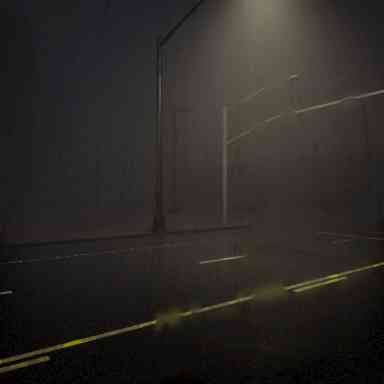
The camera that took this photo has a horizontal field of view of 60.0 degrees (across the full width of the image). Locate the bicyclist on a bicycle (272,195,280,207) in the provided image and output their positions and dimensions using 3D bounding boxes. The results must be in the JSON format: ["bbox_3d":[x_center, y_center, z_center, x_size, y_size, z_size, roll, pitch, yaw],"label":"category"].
[{"bbox_3d":[11.543,1.303,45.535,1.656,1.620,0.582,0,0,-36],"label":"bicyclist on a bicycle"}]

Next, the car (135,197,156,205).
[{"bbox_3d":[-8.559,1.564,61.070,1.994,1.385,4.181,0,0,-35],"label":"car"}]

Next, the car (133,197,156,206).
[{"bbox_3d":[-7.675,1.601,53.579,1.895,1.301,4.718,0,0,-35],"label":"car"}]

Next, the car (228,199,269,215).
[{"bbox_3d":[5.805,1.490,34.667,2.128,1.511,4.902,0,0,-36],"label":"car"}]

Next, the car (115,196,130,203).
[{"bbox_3d":[-14.367,1.468,69.122,1.812,1.442,4.674,0,0,-36],"label":"car"}]
